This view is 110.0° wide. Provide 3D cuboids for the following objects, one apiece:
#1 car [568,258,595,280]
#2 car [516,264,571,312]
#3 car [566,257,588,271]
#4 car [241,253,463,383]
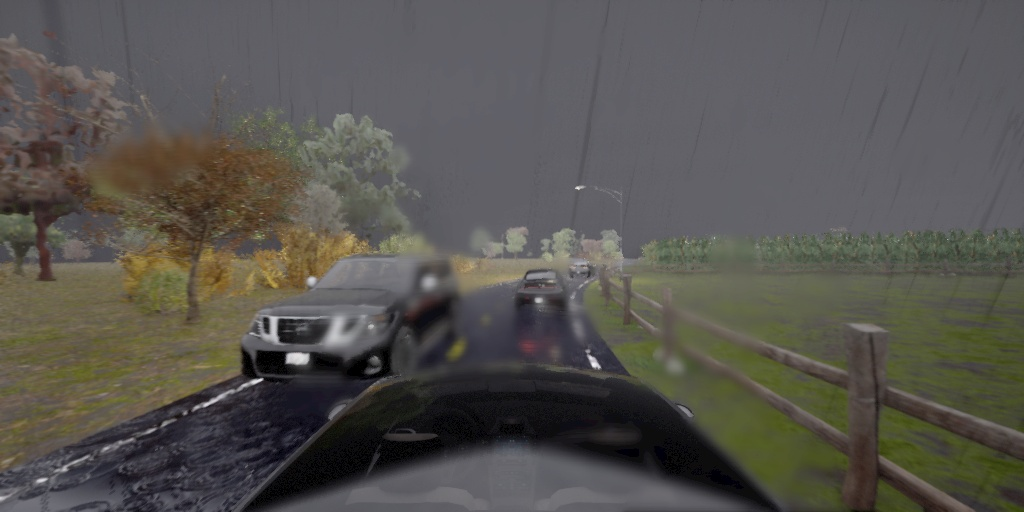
[{"bbox_3d":[6.580,1.210,33.270,2.128,1.511,4.902,0,0,20],"label":"car"},{"bbox_3d":[1.312,1.246,14.254,1.837,1.490,4.892,0,0,9],"label":"car"},{"bbox_3d":[8.633,1.038,47.110,2.097,1.767,4.553,0,0,21],"label":"car"},{"bbox_3d":[-2.510,0.954,7.316,2.150,2.045,5.566,0,0,4],"label":"car"}]
